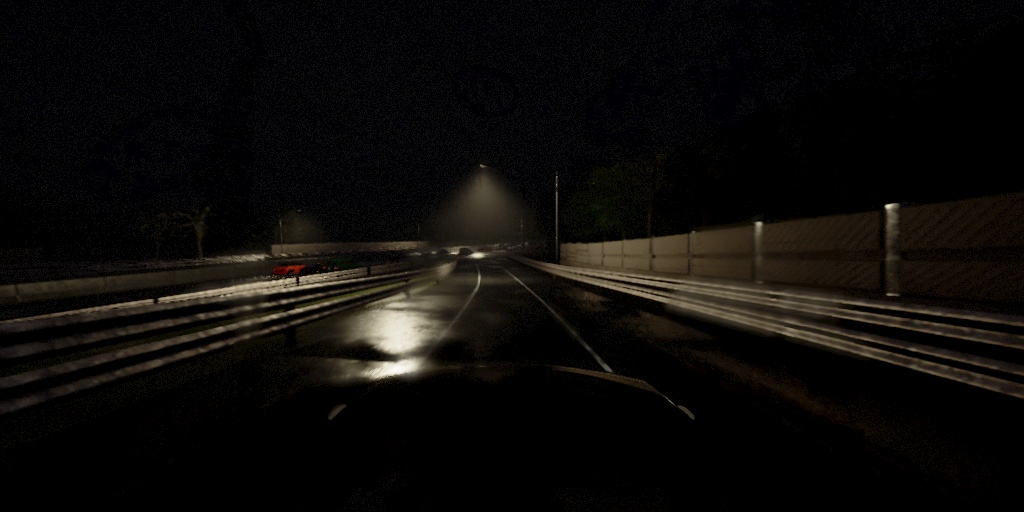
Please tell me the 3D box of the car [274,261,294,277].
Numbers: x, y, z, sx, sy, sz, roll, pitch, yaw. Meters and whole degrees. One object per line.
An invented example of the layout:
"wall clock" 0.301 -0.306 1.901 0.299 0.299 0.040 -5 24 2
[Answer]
"car" -27.128 1.470 44.637 2.097 1.767 4.553 0 3 11

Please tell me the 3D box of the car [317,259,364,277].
"car" -20.248 1.351 43.341 2.150 2.045 5.566 0 3 11

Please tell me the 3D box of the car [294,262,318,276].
"car" -23.685 1.615 44.011 1.882 1.535 5.008 0 3 11
